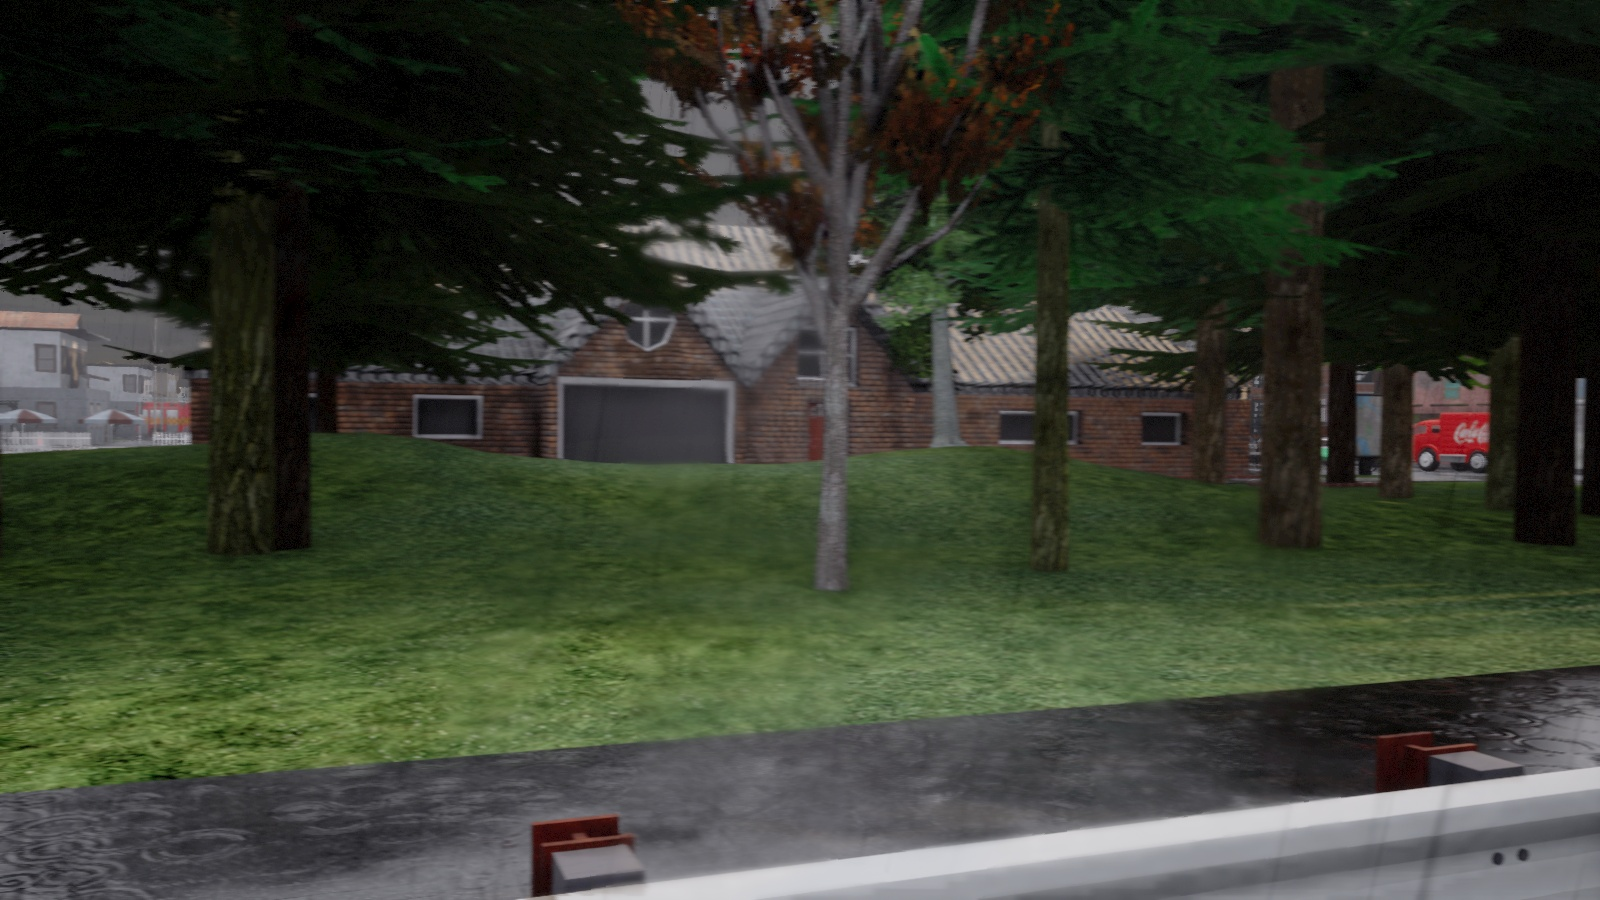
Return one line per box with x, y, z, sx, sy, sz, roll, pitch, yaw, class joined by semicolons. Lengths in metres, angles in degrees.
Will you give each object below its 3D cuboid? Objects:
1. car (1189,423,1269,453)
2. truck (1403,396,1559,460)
22.487;-0.638;65.918;1.970;1.475;3.806;-1;1;-21;car
27.838;-0.915;51.571;2.627;2.467;5.204;-1;1;-20;truck
